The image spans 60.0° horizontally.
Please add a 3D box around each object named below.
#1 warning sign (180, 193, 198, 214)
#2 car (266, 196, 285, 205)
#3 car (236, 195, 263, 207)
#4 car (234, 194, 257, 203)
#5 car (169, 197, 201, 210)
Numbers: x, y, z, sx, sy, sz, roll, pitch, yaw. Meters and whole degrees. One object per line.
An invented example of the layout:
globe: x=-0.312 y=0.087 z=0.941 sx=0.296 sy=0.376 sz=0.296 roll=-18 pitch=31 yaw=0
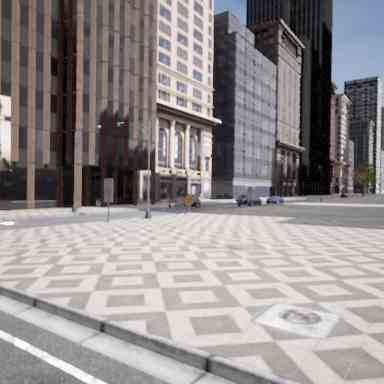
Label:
warning sign: x=-0.267 y=1.057 z=30.694 sx=1.300 sy=1.860 sz=1.060 roll=1 pitch=1 yaw=35
car: x=13.947 y=1.339 z=55.478 sx=1.994 sy=1.385 sz=4.181 roll=1 pitch=1 yaw=35
car: x=8.344 y=1.170 z=47.474 sx=2.097 sy=1.767 sz=4.553 roll=1 pitch=1 yaw=36
car: x=8.614 y=1.012 z=53.127 sx=1.994 sy=1.385 sz=4.181 roll=1 pitch=1 yaw=35
car: x=-0.820 y=1.298 z=39.973 sx=2.128 sy=1.511 sz=4.902 roll=1 pitch=1 yaw=35
